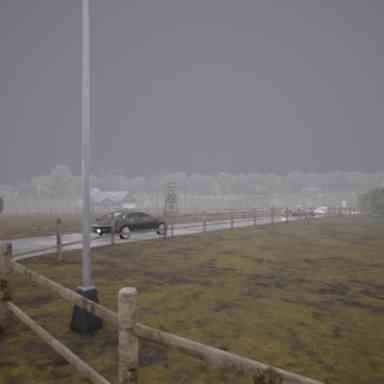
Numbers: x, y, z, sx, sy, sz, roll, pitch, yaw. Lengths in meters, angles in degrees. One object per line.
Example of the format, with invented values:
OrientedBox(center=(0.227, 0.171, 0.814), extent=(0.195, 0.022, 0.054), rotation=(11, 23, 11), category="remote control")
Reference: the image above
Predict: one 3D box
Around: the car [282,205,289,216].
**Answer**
OrientedBox(center=(14.976, 2.680, 49.286), extent=(2.097, 1.767, 4.553), rotation=(-2, -3, 36), category="car")

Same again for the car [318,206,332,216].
OrientedBox(center=(20.602, 2.961, 52.383), extent=(1.812, 1.442, 4.674), rotation=(-2, -3, 36), category="car")

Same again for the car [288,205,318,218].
OrientedBox(center=(14.876, 2.671, 44.336), extent=(1.994, 1.385, 4.181), rotation=(-2, -3, 36), category="car")

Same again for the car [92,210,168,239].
OrientedBox(center=(-3.384, 1.797, 19.084), extent=(1.837, 1.490, 4.892), rotation=(-2, -3, 36), category="car")
